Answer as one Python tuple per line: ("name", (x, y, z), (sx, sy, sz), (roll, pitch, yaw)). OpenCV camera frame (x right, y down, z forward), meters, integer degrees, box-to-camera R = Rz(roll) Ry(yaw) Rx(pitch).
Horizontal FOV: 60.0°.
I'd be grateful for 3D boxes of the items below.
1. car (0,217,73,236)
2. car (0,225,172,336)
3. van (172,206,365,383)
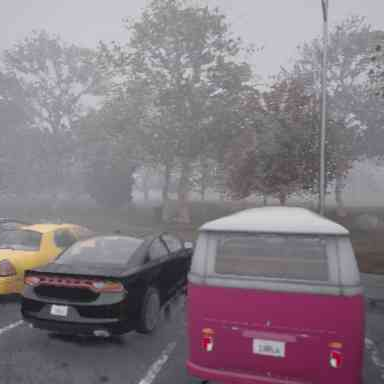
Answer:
("car", (-3.540, 1.472, 8.771), (1.946, 1.575, 5.366), (0, -1, 15))
("car", (-1.158, 1.478, 6.884), (2.097, 1.535, 5.008), (0, -1, 15))
("van", (1.303, 1.259, 5.292), (1.878, 1.987, 4.442), (0, -1, 15))
